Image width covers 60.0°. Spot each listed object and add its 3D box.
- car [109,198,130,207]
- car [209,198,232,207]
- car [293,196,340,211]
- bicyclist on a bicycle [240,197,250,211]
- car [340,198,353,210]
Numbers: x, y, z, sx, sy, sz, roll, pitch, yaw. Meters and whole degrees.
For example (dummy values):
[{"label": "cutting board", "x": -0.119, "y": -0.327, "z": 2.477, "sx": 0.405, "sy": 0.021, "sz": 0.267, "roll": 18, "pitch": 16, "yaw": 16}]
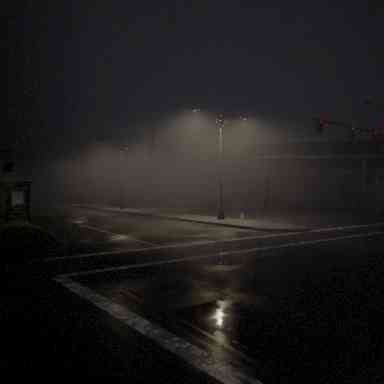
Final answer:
[{"label": "car", "x": -11.145, "y": 1.564, "z": 50.702, "sx": 1.994, "sy": 1.385, "sz": 4.181, "roll": 0, "pitch": 0, "yaw": -35}, {"label": "car", "x": 4.235, "y": 1.564, "z": 49.067, "sx": 1.994, "sy": 1.385, "sz": 4.181, "roll": 0, "pitch": 0, "yaw": 36}, {"label": "car", "x": 13.850, "y": 1.295, "z": 38.107, "sx": 2.242, "sy": 1.667, "sz": 4.611, "roll": 0, "pitch": 0, "yaw": -35}, {"label": "bicyclist on a bicycle", "x": 6.271, "y": 1.430, "z": 39.743, "sx": 1.656, "sy": 1.620, "sz": 0.582, "roll": -6, "pitch": -7, "yaw": -37}, {"label": "car", "x": 18.112, "y": 1.456, "z": 42.034, "sx": 1.970, "sy": 1.475, "sz": 3.806, "roll": 0, "pitch": 0, "yaw": -35}]
